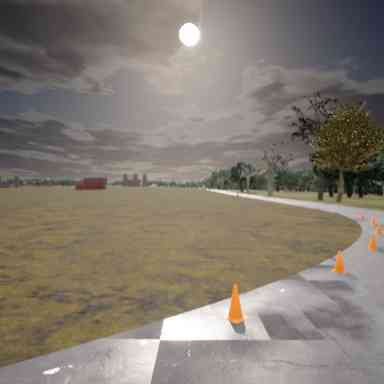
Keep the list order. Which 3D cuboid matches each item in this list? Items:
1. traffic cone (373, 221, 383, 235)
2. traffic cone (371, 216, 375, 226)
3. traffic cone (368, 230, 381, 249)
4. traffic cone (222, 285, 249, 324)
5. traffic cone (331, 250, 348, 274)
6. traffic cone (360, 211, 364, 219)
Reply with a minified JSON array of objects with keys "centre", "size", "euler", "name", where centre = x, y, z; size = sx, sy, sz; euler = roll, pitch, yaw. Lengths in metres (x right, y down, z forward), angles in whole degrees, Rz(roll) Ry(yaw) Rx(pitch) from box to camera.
[{"centre":[9.508,1.867,16.906],"size":[0.340,0.580,0.340],"euler":[1,1,29],"name":"traffic cone"},{"centre":[11.555,1.834,21.165],"size":[0.340,0.580,0.340],"euler":[1,1,23],"name":"traffic cone"},{"centre":[7.006,1.893,12.898],"size":[0.340,0.580,0.340],"euler":[1,1,35],"name":"traffic cone"},{"centre":[0.760,1.924,5.824],"size":[0.340,0.580,0.340],"euler":[0,1,-42],"name":"traffic cone"},{"centre":[4.078,1.911,9.189],"size":[0.340,0.580,0.340],"euler":[1,1,41],"name":"traffic cone"},{"centre":[13.122,1.793,25.622],"size":[0.340,0.580,0.340],"euler":[1,1,16],"name":"traffic cone"}]
